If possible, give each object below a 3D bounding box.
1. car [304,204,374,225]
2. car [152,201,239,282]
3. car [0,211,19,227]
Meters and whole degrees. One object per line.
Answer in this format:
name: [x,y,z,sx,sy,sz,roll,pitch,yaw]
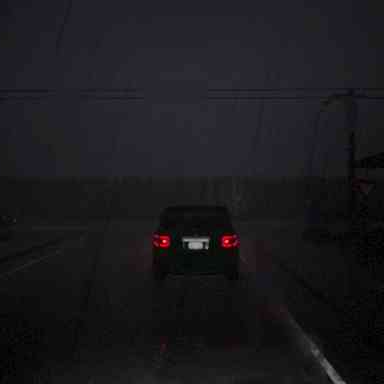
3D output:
car: [11.160,1.656,25.483,5.008,1.535,1.882,0,0,1]
car: [0.099,1.285,10.119,2.150,2.045,5.566,0,0,0]
car: [-14.236,1.650,22.234,4.902,1.511,2.128,0,0,1]
